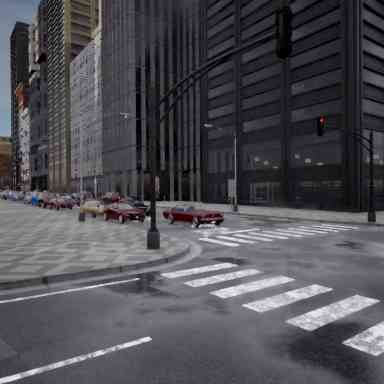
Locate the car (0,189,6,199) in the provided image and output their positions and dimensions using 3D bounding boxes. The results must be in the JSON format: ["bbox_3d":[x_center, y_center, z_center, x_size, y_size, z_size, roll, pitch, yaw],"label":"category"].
[{"bbox_3d":[-37.985,0.664,69.561,2.192,1.841,5.009,0,1,-36],"label":"car"}]

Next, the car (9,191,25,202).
[{"bbox_3d":[-31.385,0.904,60.454,1.967,1.590,4.097,0,1,-36],"label":"car"}]

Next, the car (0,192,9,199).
[{"bbox_3d":[-44.587,0.778,78.672,1.887,1.381,4.507,0,1,-36],"label":"car"}]

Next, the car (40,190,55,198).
[{"bbox_3d":[-34.379,0.510,79.114,2.192,1.841,5.009,0,1,-36],"label":"car"}]

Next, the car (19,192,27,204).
[{"bbox_3d":[-24.785,1.126,51.346,2.008,1.369,4.403,0,1,-36],"label":"car"}]

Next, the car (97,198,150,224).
[{"bbox_3d":[-4.982,1.416,24.017,1.887,1.381,4.507,0,1,-36],"label":"car"}]

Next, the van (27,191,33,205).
[{"bbox_3d":[-21.484,0.970,46.789,1.690,1.788,3.998,0,1,-36],"label":"van"}]

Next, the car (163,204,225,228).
[{"bbox_3d":[0.029,1.479,21.752,1.895,1.301,4.718,-1,1,-35],"label":"car"}]

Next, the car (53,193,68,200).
[{"bbox_3d":[-27.780,0.854,70.008,1.887,1.381,4.507,0,1,-36],"label":"car"}]

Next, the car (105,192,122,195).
[{"bbox_3d":[-11.278,0.899,47.234,2.192,1.841,5.009,0,1,-36],"label":"car"}]

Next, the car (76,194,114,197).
[{"bbox_3d":[-10.740,1.275,36.663,2.033,1.411,5.357,-1,1,-36],"label":"car"}]

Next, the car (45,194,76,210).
[{"bbox_3d":[-14.883,1.275,37.681,1.887,1.381,4.507,0,1,-36],"label":"car"}]

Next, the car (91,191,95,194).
[{"bbox_3d":[-17.878,0.793,56.343,2.192,1.841,5.009,0,1,-36],"label":"car"}]

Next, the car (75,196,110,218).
[{"bbox_3d":[-8.183,1.353,28.434,1.752,1.417,4.829,0,1,-36],"label":"car"}]

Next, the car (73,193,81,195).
[{"bbox_3d":[-16.519,1.165,44.683,1.812,1.442,4.674,-1,1,-35],"label":"car"}]

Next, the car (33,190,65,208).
[{"bbox_3d":[-18.183,0.995,42.234,2.192,1.841,5.009,0,1,-36],"label":"car"}]

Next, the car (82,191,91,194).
[{"bbox_3d":[-17.966,0.892,52.068,2.097,1.767,4.553,-1,1,-36],"label":"car"}]

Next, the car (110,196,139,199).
[{"bbox_3d":[-5.247,1.370,29.079,1.994,1.385,4.181,-1,1,-36],"label":"car"}]

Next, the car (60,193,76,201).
[{"bbox_3d":[-24.480,0.949,65.454,1.802,1.307,4.206,0,1,-36],"label":"car"}]

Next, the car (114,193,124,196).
[{"bbox_3d":[-7.979,1.200,42.682,1.947,1.339,4.313,0,1,-36],"label":"car"}]

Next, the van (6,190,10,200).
[{"bbox_3d":[-34.684,0.748,65.007,1.690,1.788,3.998,0,1,-36],"label":"van"}]

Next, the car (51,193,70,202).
[{"bbox_3d":[-23.744,0.936,60.041,2.128,1.511,4.902,-1,1,-36],"label":"car"}]
